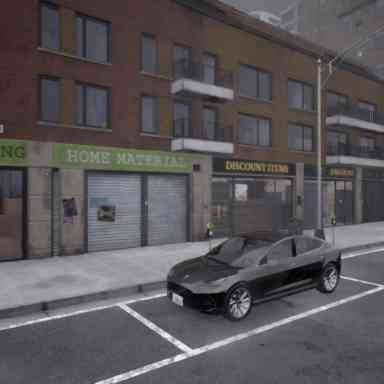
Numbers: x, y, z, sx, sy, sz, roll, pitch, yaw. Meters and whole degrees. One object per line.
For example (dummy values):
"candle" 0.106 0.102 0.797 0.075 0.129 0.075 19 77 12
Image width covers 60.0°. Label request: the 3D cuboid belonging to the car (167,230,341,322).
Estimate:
"car" 1.517 1.566 7.257 4.313 1.339 1.947 0 0 -35
